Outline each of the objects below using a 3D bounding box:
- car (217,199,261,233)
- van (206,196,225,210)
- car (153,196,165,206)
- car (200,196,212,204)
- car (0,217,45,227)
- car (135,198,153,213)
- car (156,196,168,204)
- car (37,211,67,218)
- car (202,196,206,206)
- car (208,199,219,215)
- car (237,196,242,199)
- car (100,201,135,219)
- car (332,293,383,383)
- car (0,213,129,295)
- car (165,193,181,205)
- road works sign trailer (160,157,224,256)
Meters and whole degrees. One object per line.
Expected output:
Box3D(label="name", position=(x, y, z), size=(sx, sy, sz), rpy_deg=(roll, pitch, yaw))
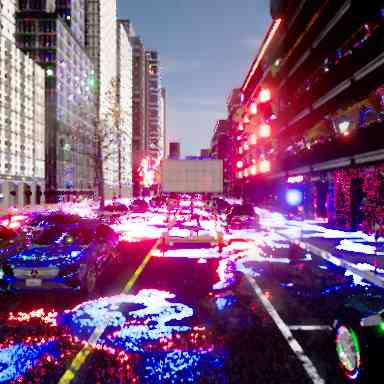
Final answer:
Box3D(label="car", position=(2.686, 1.414, 19.321), size=(1.967, 1.590, 4.097), rpy_deg=(0, 0, 0))
Box3D(label="van", position=(2.683, 1.301, 35.919), size=(1.690, 1.788, 3.998), rpy_deg=(0, 0, 0))
Box3D(label="car", position=(-5.699, 1.475, 52.346), size=(1.752, 1.417, 4.829), rpy_deg=(0, 0, 0))
Box3D(label="car", position=(2.679, 1.496, 63.583), size=(2.008, 1.369, 4.403), rpy_deg=(0, 0, 0))
Box3D(label="car", position=(-5.692, 1.539, 8.254), size=(2.008, 1.369, 4.403), rpy_deg=(0, 0, 0))
Box3D(label="car", position=(-5.697, 1.542, 35.919), size=(1.802, 1.307, 4.206), rpy_deg=(0, 0, 0))
Box3D(label="car", position=(-5.701, 1.490, 63.581), size=(1.887, 1.381, 4.507), rpy_deg=(0, 0, 0))
Box3D(label="car", position=(-5.693, 1.525, 13.787), size=(1.887, 1.381, 4.507), rpy_deg=(0, 0, 0))
Box3D(label="car", position=(2.682, 1.396, 41.452), size=(1.967, 1.590, 4.097), rpy_deg=(0, 0, 0))
Box3D(label="car", position=(2.684, 1.546, 30.387), size=(1.802, 1.307, 4.206), rpy_deg=(0, 0, 0))
Box3D(label="car", position=(13.412, 1.286, 82.990), size=(4.403, 1.369, 2.008), rpy_deg=(-1, 1, -1))
Box3D(label="car", position=(-5.695, 1.494, 24.682), size=(1.752, 1.417, 4.829), rpy_deg=(0, 0, 0))
Box3D(label="car", position=(2.690, 1.546, 2.724), size=(2.008, 1.369, 4.403), rpy_deg=(0, 0, 0))
Box3D(label="car", position=(-3.101, 1.513, 8.833), size=(1.812, 1.442, 4.674), rpy_deg=(0, 0, 0))
Box3D(label="car", position=(-3.009, 1.301, 55.756), size=(2.097, 1.767, 4.553), rpy_deg=(0, 0, 0))
Box3D(label="road works sign trailer", position=(-0.003, 0.446, 12.988), size=(2.380, 3.560, 2.880), rpy_deg=(0, 0, 0))
